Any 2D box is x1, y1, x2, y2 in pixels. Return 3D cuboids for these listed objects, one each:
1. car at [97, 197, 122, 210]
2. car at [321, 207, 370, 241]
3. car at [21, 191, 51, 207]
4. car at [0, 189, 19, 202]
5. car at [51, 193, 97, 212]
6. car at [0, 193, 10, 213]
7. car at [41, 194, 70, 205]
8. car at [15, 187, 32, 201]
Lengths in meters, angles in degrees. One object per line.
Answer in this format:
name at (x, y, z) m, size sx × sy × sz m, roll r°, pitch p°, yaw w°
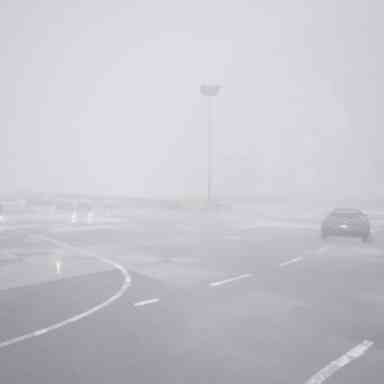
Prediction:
car at (-9.435, 1.165, 35.271) m, size 1.895 × 1.301 × 4.718 m, roll 0°, pitch 1°, yaw -44°
car at (7.492, 1.445, 16.174) m, size 1.994 × 1.385 × 4.181 m, roll 1°, pitch 1°, yaw 27°
car at (-18.034, 0.945, 39.128) m, size 1.837 × 1.490 × 4.892 m, roll 0°, pitch 1°, yaw -44°
car at (-28.230, 0.697, 49.770) m, size 2.033 × 1.411 × 5.357 m, roll 0°, pitch 1°, yaw -44°
car at (-11.546, 0.935, 32.422) m, size 2.097 × 1.767 × 4.553 m, roll 0°, pitch 1°, yaw -44°
car at (-18.078, 1.062, 29.096) m, size 2.128 × 1.511 × 4.902 m, roll 0°, pitch 1°, yaw -44°
car at (-18.250, 0.966, 44.414) m, size 1.895 × 1.301 × 4.718 m, roll 0°, pitch 1°, yaw -44°
car at (-27.109, 0.313, 53.679) m, size 2.150 × 2.045 × 5.566 m, roll 0°, pitch 2°, yaw -43°
